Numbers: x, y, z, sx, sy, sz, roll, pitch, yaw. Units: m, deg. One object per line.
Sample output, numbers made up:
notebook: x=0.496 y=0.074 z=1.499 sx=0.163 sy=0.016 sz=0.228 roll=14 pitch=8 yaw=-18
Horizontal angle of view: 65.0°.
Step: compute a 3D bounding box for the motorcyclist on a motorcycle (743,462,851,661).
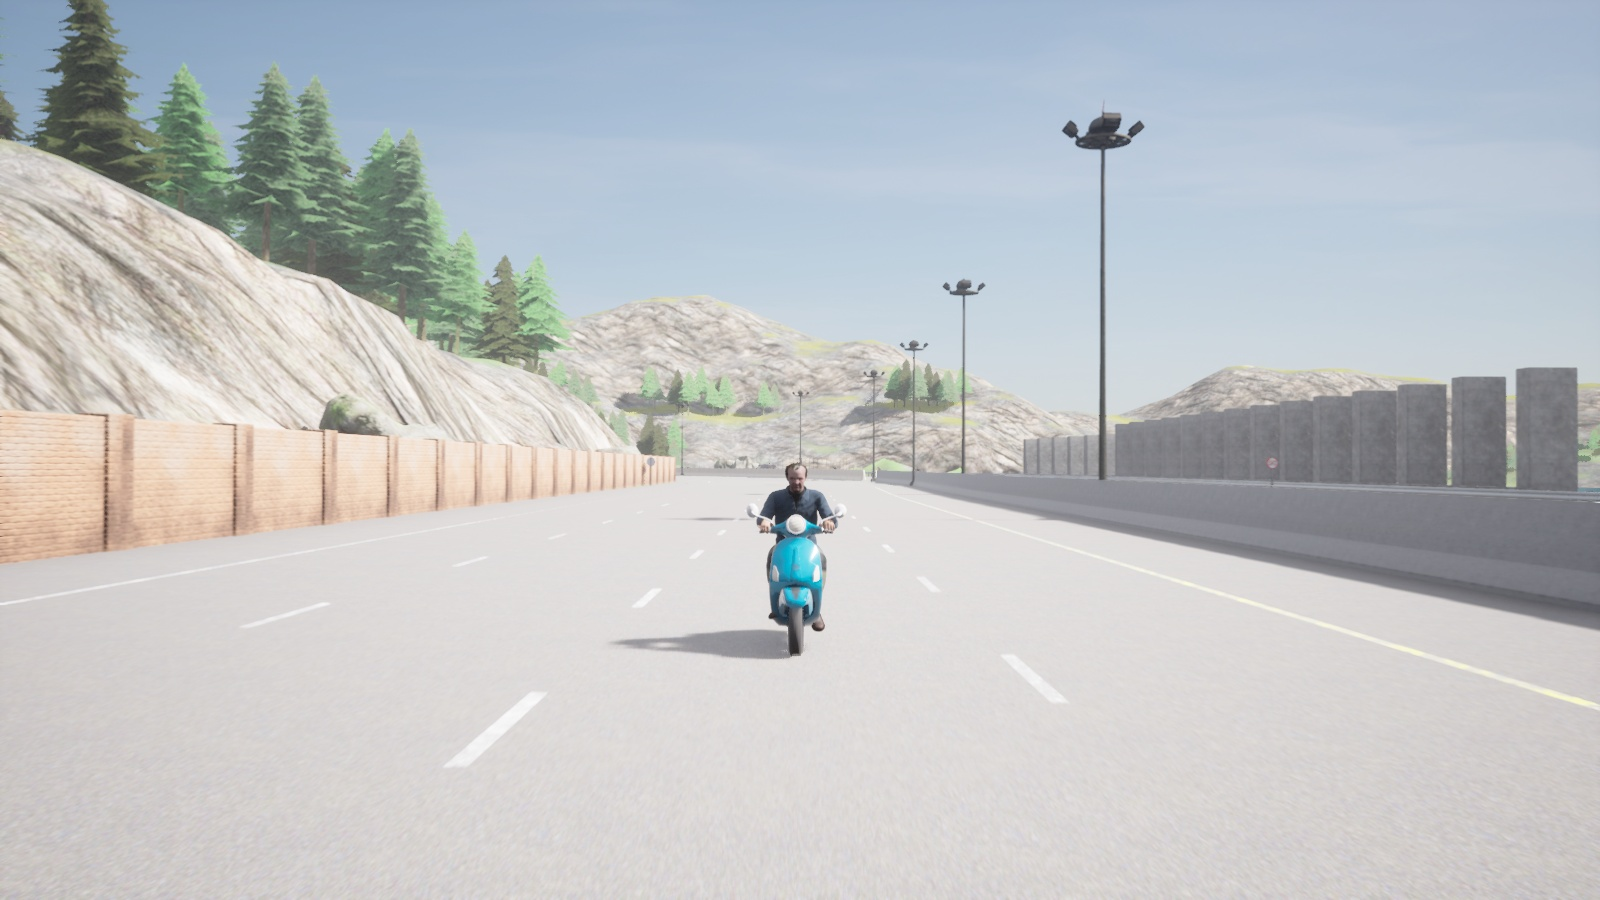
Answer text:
motorcyclist on a motorcycle: x=-0.027 y=0.906 z=11.016 sx=0.866 sy=1.590 sz=1.817 roll=0 pitch=0 yaw=0
